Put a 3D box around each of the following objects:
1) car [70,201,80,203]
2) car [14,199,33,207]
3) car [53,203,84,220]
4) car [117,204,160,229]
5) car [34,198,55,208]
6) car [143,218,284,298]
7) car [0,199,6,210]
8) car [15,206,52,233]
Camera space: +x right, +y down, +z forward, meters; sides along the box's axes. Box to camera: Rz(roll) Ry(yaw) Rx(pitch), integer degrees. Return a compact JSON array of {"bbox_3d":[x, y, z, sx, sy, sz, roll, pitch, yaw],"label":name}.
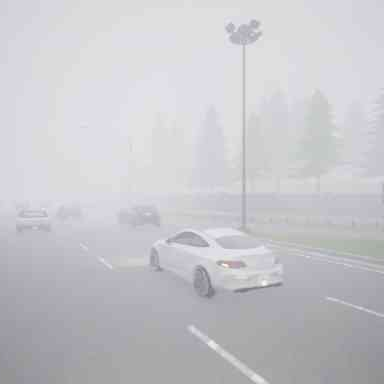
[{"bbox_3d":[-17.592,2.118,49.906,1.812,1.442,4.674,1,-1,-28],"label":"car"},{"bbox_3d":[-23.581,2.008,46.264,1.882,1.535,5.008,1,-1,-28],"label":"car"},{"bbox_3d":[-11.991,1.980,32.080,1.895,1.301,4.718,1,-1,-28],"label":"car"},{"bbox_3d":[-4.040,1.657,24.678,2.097,1.767,4.553,1,-1,-28],"label":"car"},{"bbox_3d":[-25.257,2.013,56.781,2.097,1.767,4.553,1,-1,-28],"label":"car"},{"bbox_3d":[0.408,1.641,8.886,1.812,1.442,4.674,1,-1,-28],"label":"car"},{"bbox_3d":[-32.029,2.162,54.594,2.033,1.411,5.357,1,-1,-28],"label":"car"},{"bbox_3d":[-10.407,1.853,21.737,1.895,1.301,4.718,1,-1,-28],"label":"car"}]
